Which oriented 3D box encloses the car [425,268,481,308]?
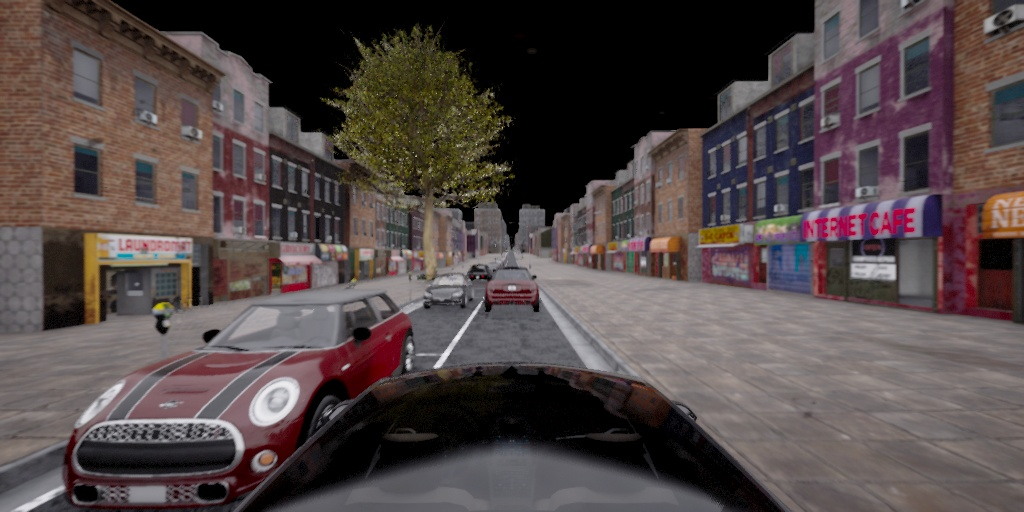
[{"bbox_3d":[-2.639,1.418,15.660,2.007,1.370,4.403,0,0,0],"label":"car"}]

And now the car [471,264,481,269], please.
[{"bbox_3d":[-2.752,1.467,31.044,1.837,1.490,4.892,0,0,0],"label":"car"}]

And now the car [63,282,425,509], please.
[{"bbox_3d":[-2.639,1.217,4.589,1.967,1.591,4.097,0,0,0],"label":"car"}]

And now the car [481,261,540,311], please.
[{"bbox_3d":[0.016,1.216,15.266,2.097,1.767,4.553,0,-1,0],"label":"car"}]
